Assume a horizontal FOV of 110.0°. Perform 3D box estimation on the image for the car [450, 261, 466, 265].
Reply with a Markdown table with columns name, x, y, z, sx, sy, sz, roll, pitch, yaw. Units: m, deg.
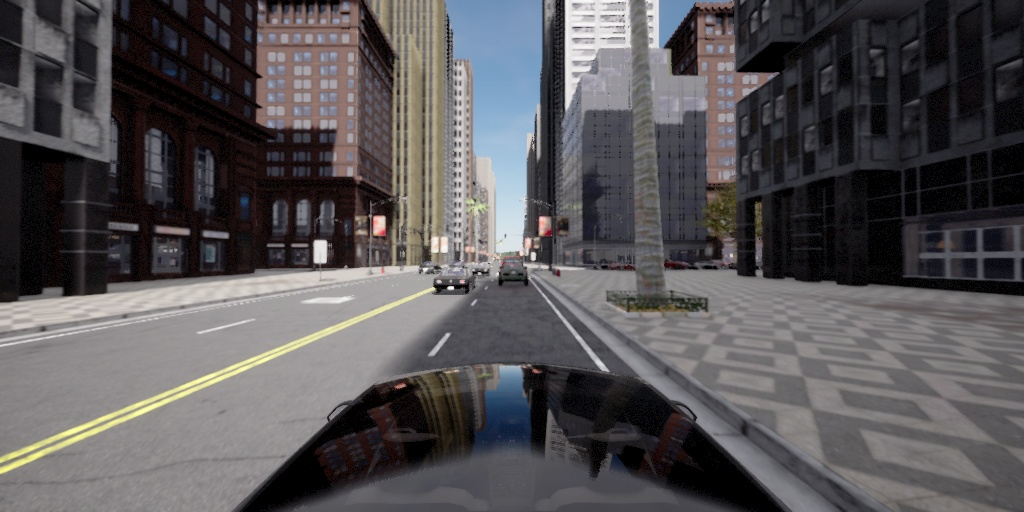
| name | x | y | z | sx | sy | sz | roll | pitch | yaw |
| --- | --- | --- | --- | --- | --- | --- | --- | --- | --- |
| car | -6.503 | 1.389 | 42.780 | 2.128 | 1.511 | 4.902 | 0 | 0 | 0 |

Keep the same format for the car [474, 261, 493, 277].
| name | x | y | z | sx | sy | sz | roll | pitch | yaw |
| --- | --- | --- | --- | --- | --- | --- | --- | --- | --- |
| car | -3.153 | 1.444 | 37.057 | 1.895 | 1.301 | 4.718 | 0 | 0 | 0 |

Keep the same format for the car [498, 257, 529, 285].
| name | x | y | z | sx | sy | sz | roll | pitch | yaw |
| --- | --- | --- | --- | --- | --- | --- | --- | --- | --- |
| car | 0.096 | 1.140 | 26.235 | 2.097 | 1.767 | 4.553 | 0 | 0 | 0 |

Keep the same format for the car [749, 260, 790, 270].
| name | x | y | z | sx | sy | sz | roll | pitch | yaw |
| --- | --- | --- | --- | --- | --- | --- | --- | --- | --- |
| car | 37.502 | 1.327 | 52.244 | 4.674 | 1.442 | 1.812 | 0 | -1 | -1 |

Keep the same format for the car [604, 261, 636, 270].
| name | x | y | z | sx | sy | sz | roll | pitch | yaw |
| --- | --- | --- | --- | --- | --- | --- | --- | --- | --- |
| car | 15.315 | 1.409 | 49.222 | 4.207 | 1.307 | 1.802 | 0 | 0 | -1 |

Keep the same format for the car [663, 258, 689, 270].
| name | x | y | z | sx | sy | sz | roll | pitch | yaw |
| --- | --- | --- | --- | --- | --- | --- | --- | --- | --- |
| car | 20.953 | 1.123 | 49.309 | 5.009 | 1.841 | 2.192 | 0 | 0 | -1 |

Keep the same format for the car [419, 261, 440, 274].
| name | x | y | z | sx | sy | sz | roll | pitch | yaw |
| --- | --- | --- | --- | --- | --- | --- | --- | --- | --- |
| car | -9.753 | 1.395 | 42.779 | 2.128 | 1.511 | 4.902 | 0 | 0 | 0 |

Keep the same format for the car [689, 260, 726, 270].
| name | x | y | z | sx | sy | sz | roll | pitch | yaw |
| --- | --- | --- | --- | --- | --- | --- | --- | --- | --- |
| car | 26.590 | 1.357 | 49.397 | 4.313 | 1.339 | 1.948 | 0 | 0 | -1 |

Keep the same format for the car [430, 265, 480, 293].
| name | x | y | z | sx | sy | sz | roll | pitch | yaw |
| --- | --- | --- | --- | --- | --- | --- | --- | --- | --- |
| car | -3.151 | 1.370 | 20.738 | 1.895 | 1.301 | 4.718 | 0 | 0 | 0 |

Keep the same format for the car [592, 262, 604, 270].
| name | x | y | z | sx | sy | sz | roll | pitch | yaw |
| --- | --- | --- | --- | --- | --- | --- | --- | --- | --- |
| car | 15.184 | 1.513 | 57.745 | 4.313 | 1.339 | 1.948 | 0 | 0 | -1 |

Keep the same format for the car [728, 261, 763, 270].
| name | x | y | z | sx | sy | sz | roll | pitch | yaw |
| --- | --- | --- | --- | --- | --- | --- | --- | --- | --- |
| car | 32.227 | 1.341 | 49.484 | 4.313 | 1.339 | 1.948 | 0 | 0 | -1 |
